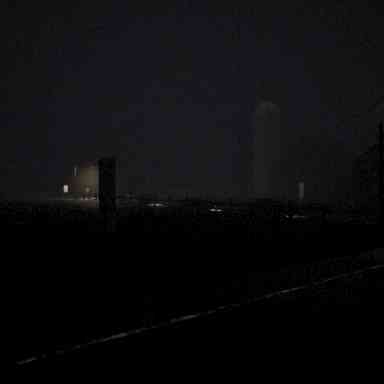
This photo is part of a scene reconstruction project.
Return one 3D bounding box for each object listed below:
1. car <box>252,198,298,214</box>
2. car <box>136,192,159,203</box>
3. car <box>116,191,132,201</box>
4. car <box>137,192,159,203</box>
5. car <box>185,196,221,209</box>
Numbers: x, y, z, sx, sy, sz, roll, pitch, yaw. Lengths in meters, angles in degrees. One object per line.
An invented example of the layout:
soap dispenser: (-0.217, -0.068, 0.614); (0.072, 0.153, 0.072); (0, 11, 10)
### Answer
car: (7.744, 1.319, 31.565); (1.837, 1.490, 4.892); (-1, 0, -36)
car: (-7.829, 0.850, 58.073); (2.097, 1.767, 4.553); (-1, 1, -35)
car: (-13.611, 0.753, 66.016); (2.097, 1.767, 4.553); (-1, 1, -36)
car: (-6.804, 1.140, 51.754); (1.994, 1.385, 4.181); (-1, 1, -35)
car: (1.199, 1.255, 40.631); (2.033, 1.411, 5.357); (-1, 1, -36)
